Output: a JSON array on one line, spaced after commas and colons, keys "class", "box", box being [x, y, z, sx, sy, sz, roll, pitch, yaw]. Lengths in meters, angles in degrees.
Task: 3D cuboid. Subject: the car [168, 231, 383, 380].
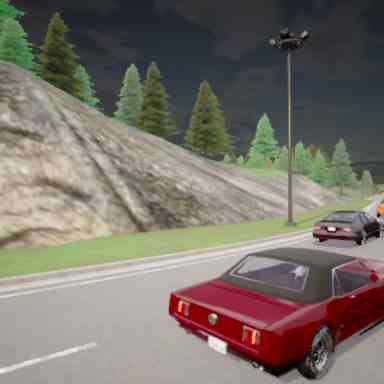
[{"class": "car", "box": [2.023, 1.613, 5.559, 4.718, 1.301, 1.895, 0, 0, -40]}]

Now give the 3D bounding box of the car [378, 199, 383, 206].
[{"class": "car", "box": [18.440, 1.360, 30.851, 2.097, 1.767, 4.553, -1, 0, 32]}]

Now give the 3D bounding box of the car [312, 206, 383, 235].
[{"class": "car", "box": [7.446, 1.565, 15.595, 2.033, 1.411, 5.357, -1, 0, 42]}]
